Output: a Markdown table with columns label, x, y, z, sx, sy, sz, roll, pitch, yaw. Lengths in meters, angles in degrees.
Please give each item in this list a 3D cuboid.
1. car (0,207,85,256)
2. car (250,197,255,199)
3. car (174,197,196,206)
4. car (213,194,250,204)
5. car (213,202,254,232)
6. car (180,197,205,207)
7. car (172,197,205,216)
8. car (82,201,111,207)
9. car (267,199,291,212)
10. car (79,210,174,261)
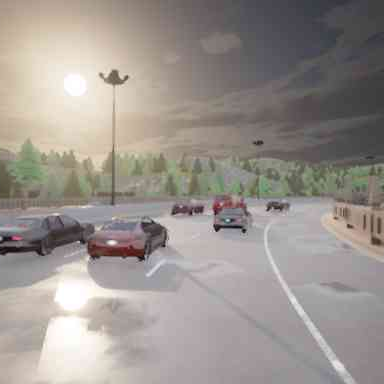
| label | x | y | z | sx | sy | sz | roll | pitch | yaw |
| --- | --- | --- | --- | --- | --- | --- | --- | --- | --- |
| car | -5.732 | 1.540 | 13.060 | 2.033 | 1.411 | 5.357 | 0 | 0 | 9 |
| car | 10.948 | 1.747 | 64.517 | 2.033 | 1.411 | 5.357 | 0 | 0 | 42 |
| car | -1.237 | 1.706 | 60.342 | 1.994 | 1.385 | 4.181 | 0 | 0 | 35 |
| car | 3.834 | 1.254 | 33.634 | 2.150 | 2.045 | 5.566 | 0 | 0 | 23 |
| car | 2.624 | 1.589 | 20.319 | 2.033 | 1.411 | 5.357 | 0 | 0 | 16 |
| car | 0.114 | 1.623 | 56.148 | 1.837 | 1.490 | 4.892 | 0 | 0 | 34 |
| car | -0.264 | 1.382 | 32.722 | 2.097 | 1.767 | 4.553 | 0 | 0 | 21 |
| car | -8.684 | 1.570 | 30.836 | 2.033 | 1.411 | 5.357 | 0 | 0 | 19 |
| car | 10.366 | 1.561 | 39.627 | 1.837 | 1.490 | 4.892 | -1 | -1 | 30 |
| car | -2.208 | 1.564 | 12.437 | 1.994 | 1.385 | 4.181 | 0 | 0 | 9 |
